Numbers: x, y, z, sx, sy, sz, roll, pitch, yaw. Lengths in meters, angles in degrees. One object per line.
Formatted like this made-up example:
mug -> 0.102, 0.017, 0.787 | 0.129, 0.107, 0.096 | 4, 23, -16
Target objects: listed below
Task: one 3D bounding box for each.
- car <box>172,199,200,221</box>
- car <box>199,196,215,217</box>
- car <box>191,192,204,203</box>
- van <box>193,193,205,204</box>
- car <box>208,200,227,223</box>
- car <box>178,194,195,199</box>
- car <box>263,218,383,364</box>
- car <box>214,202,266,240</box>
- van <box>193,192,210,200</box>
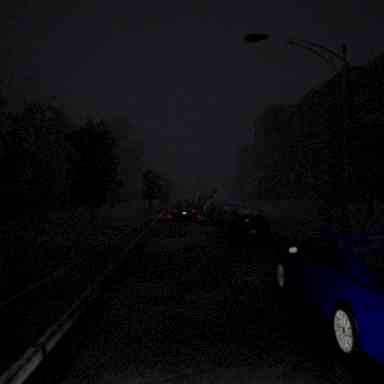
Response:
car -> -0.634, 1.547, 27.006 | 1.994, 1.385, 4.181 | 0, 0, -2
car -> 2.113, 1.489, 33.619 | 2.002, 1.452, 4.674 | 0, 0, -2
car -> 1.075, 1.069, 66.912 | 2.435, 2.045, 5.566 | 0, 0, -2
van -> 1.246, 1.123, 61.457 | 1.878, 1.987, 4.442 | 0, 0, -2
car -> 2.458, 1.510, 22.532 | 2.002, 1.452, 4.674 | 0, 0, -2
car -> -1.127, 1.436, 42.862 | 2.128, 1.511, 4.902 | 0, 0, -2
car -> 2.971, 1.481, 5.996 | 2.097, 1.535, 5.008 | 0, 0, -1
car -> 2.630, 1.477, 16.984 | 2.231, 1.521, 4.892 | 0, 0, -2
van -> 1.418, 1.149, 55.913 | 1.878, 1.987, 4.442 | 0, 0, -2
